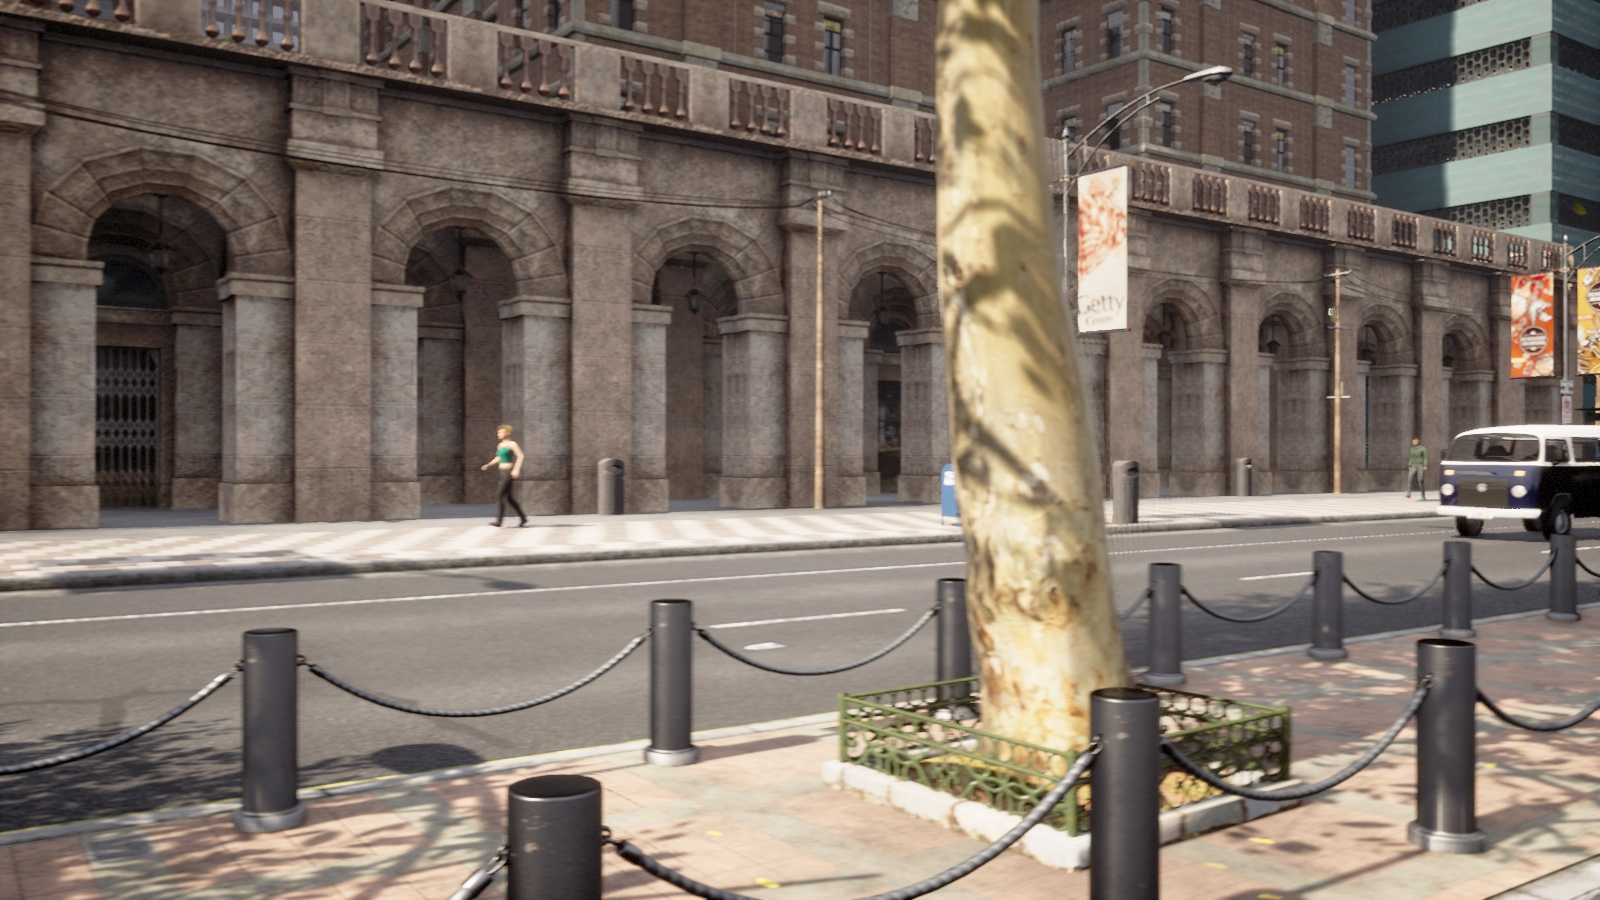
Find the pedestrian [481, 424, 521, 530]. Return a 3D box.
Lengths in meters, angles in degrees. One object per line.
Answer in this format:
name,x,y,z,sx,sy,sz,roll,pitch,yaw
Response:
pedestrian,-5.241,0.466,22.010,0.594,1.836,0.345,0,0,-35

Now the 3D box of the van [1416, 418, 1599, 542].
van,13.363,0.494,22.709,4.480,2.038,2.069,0,0,-35

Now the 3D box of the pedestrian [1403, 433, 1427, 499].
pedestrian,17.283,0.449,35.294,0.614,1.847,0.353,0,0,-34
